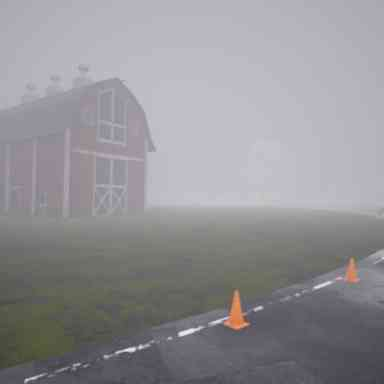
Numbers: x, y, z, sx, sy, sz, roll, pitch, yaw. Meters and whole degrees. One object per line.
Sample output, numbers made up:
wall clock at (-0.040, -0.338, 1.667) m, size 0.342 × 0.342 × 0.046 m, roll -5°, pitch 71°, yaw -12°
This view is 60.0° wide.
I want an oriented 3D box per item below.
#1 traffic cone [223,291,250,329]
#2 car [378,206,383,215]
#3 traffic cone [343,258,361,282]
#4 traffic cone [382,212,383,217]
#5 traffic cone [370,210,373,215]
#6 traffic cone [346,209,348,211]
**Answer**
traffic cone at (0.789, 2.037, 5.857) m, size 0.340 × 0.580 × 0.340 m, roll 1°, pitch -1°, yaw -40°
car at (24.444, 2.219, 40.695) m, size 1.994 × 1.385 × 4.181 m, roll 1°, pitch -1°, yaw 13°
traffic cone at (4.369, 2.101, 9.081) m, size 0.340 × 0.580 × 0.340 m, roll 1°, pitch -1°, yaw -44°
traffic cone at (21.624, 2.538, 37.629) m, size 0.340 × 0.580 × 0.340 m, roll 1°, pitch -1°, yaw 16°
traffic cone at (22.815, 2.599, 42.297) m, size 0.340 × 0.580 × 0.340 m, roll 1°, pitch -1°, yaw 12°
traffic cone at (24.156, 2.721, 51.832) m, size 0.340 × 0.580 × 0.340 m, roll 1°, pitch -1°, yaw 4°
